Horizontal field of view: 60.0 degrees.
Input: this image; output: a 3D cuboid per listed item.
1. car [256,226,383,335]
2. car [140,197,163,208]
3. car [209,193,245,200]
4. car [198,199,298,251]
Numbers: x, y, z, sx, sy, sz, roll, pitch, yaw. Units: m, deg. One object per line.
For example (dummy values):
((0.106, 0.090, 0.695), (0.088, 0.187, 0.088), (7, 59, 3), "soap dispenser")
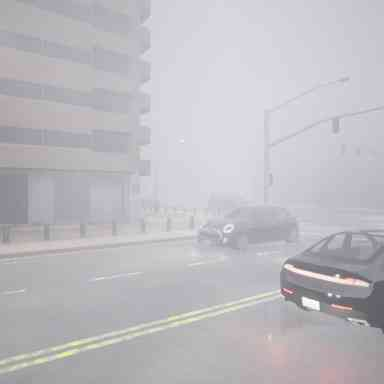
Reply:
((3.813, 1.492, 6.463), (4.902, 1.511, 2.128), (0, 0, -35), "car")
((-5.960, 1.422, 47.095), (1.882, 1.535, 5.008), (0, 0, -34), "car")
((3.817, 1.163, 33.003), (2.150, 2.045, 5.566), (0, 0, -35), "car")
((2.455, 1.352, 14.159), (4.553, 1.767, 2.097), (0, 0, -35), "car")
